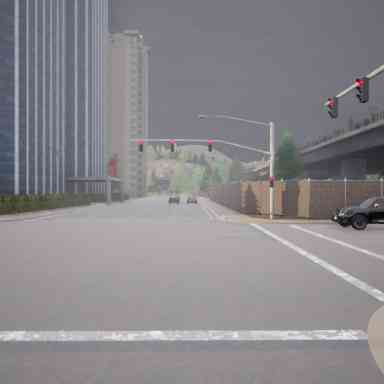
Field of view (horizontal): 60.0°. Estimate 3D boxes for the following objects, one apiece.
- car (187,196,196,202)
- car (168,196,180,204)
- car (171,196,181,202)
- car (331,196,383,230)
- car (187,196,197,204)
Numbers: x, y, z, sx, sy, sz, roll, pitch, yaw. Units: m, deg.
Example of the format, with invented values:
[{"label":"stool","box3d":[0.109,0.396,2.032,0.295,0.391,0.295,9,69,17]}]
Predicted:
[{"label":"car","box3d":[-0.099,1.595,74.598,1.895,1.301,4.718,0,0,0]},{"label":"car","box3d":[-3.488,1.478,64.240,1.882,1.535,5.008,0,0,0]},{"label":"car","box3d":[-3.598,1.540,74.457,2.033,1.411,5.357,0,0,0]},{"label":"car","box3d":[11.817,1.277,20.970,5.566,2.045,2.150,0,0,0]},{"label":"car","box3d":[0.014,1.564,64.636,1.994,1.385,4.181,0,0,0]}]
